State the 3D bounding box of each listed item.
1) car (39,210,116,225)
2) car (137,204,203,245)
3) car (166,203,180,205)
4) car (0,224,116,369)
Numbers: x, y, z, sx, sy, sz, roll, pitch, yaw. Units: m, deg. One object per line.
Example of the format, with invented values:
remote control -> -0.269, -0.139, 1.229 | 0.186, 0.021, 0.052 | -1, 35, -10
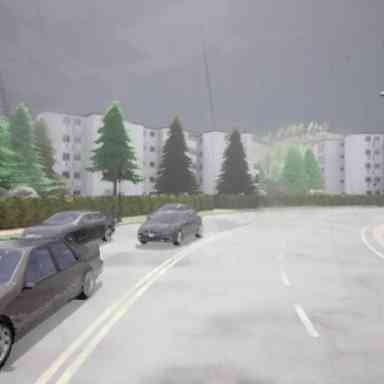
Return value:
car -> -5.062, 1.554, 14.252 | 2.128, 1.511, 4.902 | 0, 0, 16
car -> -0.887, 1.573, 15.989 | 1.837, 1.490, 4.892 | 0, 0, 19
car -> -1.309, 1.593, 23.996 | 2.128, 1.511, 4.902 | 0, 0, 28
car -> -3.193, 1.574, 5.864 | 2.033, 1.411, 5.357 | 0, 0, 4
